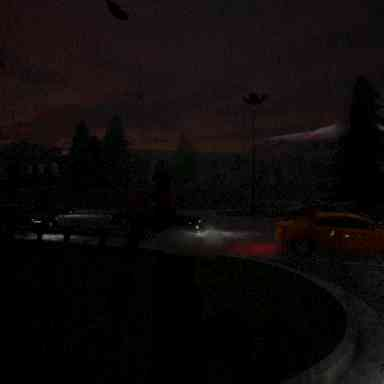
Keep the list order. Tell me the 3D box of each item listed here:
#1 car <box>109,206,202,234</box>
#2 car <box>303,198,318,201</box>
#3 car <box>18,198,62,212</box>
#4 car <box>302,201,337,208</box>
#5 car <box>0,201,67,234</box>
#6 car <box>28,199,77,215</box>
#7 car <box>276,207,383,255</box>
[{"bbox_3d":[-2.173,1.530,19.202,5.357,1.411,2.033,0,0,22],"label":"car"},{"bbox_3d":[21.600,1.697,60.679,1.994,1.385,4.181,1,0,2],"label":"car"},{"bbox_3d":[-17.314,1.447,37.910,4.181,1.385,1.994,0,0,12],"label":"car"},{"bbox_3d":[9.090,1.580,22.138,4.674,1.442,1.812,0,0,22],"label":"car"},{"bbox_3d":[-9.707,1.439,18.515,4.892,1.490,1.837,0,0,22],"label":"car"},{"bbox_3d":[-13.556,1.456,31.450,5.357,1.411,2.033,0,0,22],"label":"car"},{"bbox_3d":[5.655,1.511,12.198,5.008,1.535,1.882,0,0,22],"label":"car"}]
